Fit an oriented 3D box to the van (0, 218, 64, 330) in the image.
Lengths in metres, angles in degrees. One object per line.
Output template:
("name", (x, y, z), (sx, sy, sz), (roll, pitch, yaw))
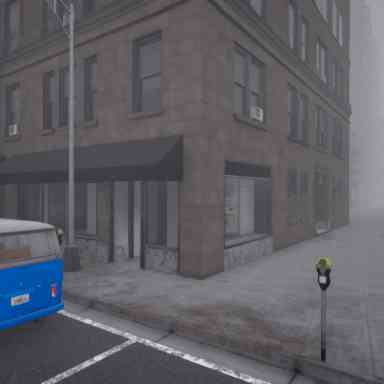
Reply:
("van", (-4.024, 1.340, 5.949), (3.998, 1.788, 1.690), (0, 0, 36))
